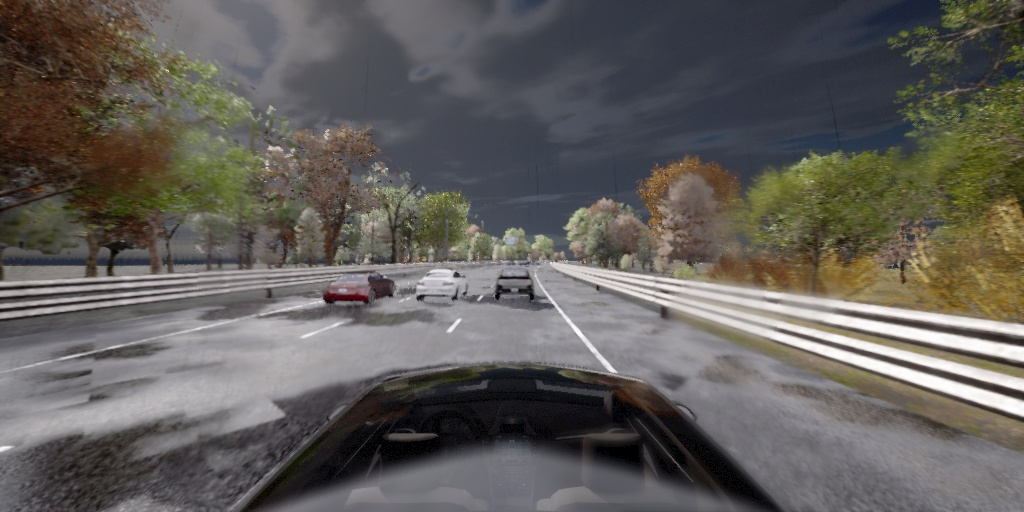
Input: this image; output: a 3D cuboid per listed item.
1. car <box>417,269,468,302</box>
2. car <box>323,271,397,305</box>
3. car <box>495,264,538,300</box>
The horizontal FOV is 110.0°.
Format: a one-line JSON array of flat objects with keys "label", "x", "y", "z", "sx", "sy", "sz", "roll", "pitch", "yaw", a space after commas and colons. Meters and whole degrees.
[{"label": "car", "x": -3.349, "y": 1.374, "z": 17.720, "sx": 1.812, "sy": 1.442, "sz": 4.674, "roll": 0, "pitch": 0, "yaw": 1}, {"label": "car", "x": -6.869, "y": 1.388, "z": 16.627, "sx": 1.994, "sy": 1.385, "sz": 4.181, "roll": 0, "pitch": 0, "yaw": 1}, {"label": "car", "x": 0.166, "y": 1.363, "z": 18.810, "sx": 2.128, "sy": 1.511, "sz": 4.902, "roll": 0, "pitch": 0, "yaw": 1}]
